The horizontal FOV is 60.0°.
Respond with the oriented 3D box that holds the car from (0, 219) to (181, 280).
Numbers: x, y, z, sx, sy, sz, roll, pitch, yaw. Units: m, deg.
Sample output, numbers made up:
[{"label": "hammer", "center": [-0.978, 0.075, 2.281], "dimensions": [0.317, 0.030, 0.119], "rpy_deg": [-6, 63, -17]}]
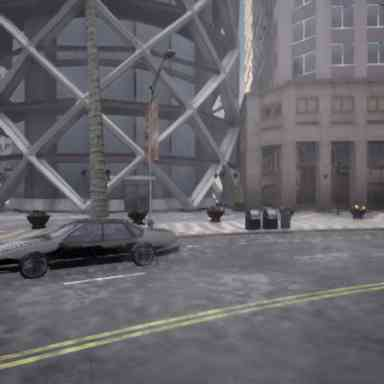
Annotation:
[{"label": "car", "center": [-3.017, 1.545, 10.063], "dimensions": [5.357, 1.411, 2.033], "rpy_deg": [0, 0, -30]}]
